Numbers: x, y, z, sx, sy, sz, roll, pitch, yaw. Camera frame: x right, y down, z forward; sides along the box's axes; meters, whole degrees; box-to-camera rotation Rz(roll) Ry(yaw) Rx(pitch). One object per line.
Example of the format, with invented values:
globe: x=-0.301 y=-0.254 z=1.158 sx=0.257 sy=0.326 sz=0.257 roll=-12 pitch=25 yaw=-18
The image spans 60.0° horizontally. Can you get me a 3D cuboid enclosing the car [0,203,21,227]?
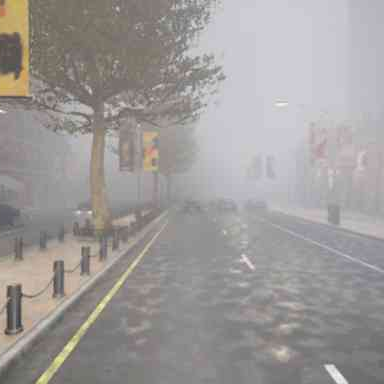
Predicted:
car: x=-11.596 y=1.366 z=18.728 sx=1.882 sy=1.535 sz=5.008 roll=0 pitch=0 yaw=0

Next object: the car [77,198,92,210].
car: x=-11.499 y=1.363 z=38.242 sx=2.033 sy=1.411 sz=5.357 roll=0 pitch=0 yaw=0

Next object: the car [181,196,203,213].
car: x=0.004 y=1.304 z=34.054 sx=1.837 sy=1.490 sz=4.892 roll=0 pitch=1 yaw=0

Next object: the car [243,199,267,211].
car: x=6.750 y=1.379 z=36.340 sx=1.895 sy=1.301 sz=4.718 roll=0 pitch=0 yaw=0

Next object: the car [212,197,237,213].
car: x=3.506 y=1.360 z=34.476 sx=1.994 sy=1.385 sz=4.181 roll=0 pitch=0 yaw=0

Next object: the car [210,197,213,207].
car: x=3.525 y=1.325 z=46.520 sx=1.895 sy=1.301 sz=4.718 roll=0 pitch=0 yaw=1

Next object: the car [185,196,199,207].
car: x=0.030 y=1.285 z=46.911 sx=1.994 sy=1.385 sz=4.181 roll=0 pitch=0 yaw=1
